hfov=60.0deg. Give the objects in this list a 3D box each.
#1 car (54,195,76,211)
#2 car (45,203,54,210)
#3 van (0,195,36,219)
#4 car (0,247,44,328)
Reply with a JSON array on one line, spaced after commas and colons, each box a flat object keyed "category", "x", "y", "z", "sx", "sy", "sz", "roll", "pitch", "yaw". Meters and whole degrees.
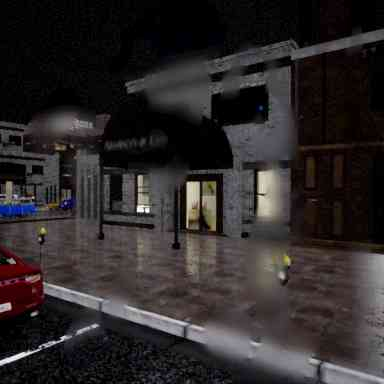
[{"category": "car", "x": -13.712, "y": 1.285, "z": 41.539, "sx": 2.150, "sy": 2.045, "sz": 5.566, "roll": 0, "pitch": 0, "yaw": 36}, {"category": "car", "x": -16.244, "y": 1.569, "z": 42.453, "sx": 1.752, "sy": 1.417, "sz": 4.829, "roll": 0, "pitch": 0, "yaw": 35}, {"category": "van", "x": -15.640, "y": 1.413, "z": 28.724, "sx": 1.690, "sy": 1.788, "sz": 3.998, "roll": 0, "pitch": 0, "yaw": 35}, {"category": "car", "x": -4.547, "y": 1.544, "z": 6.110, "sx": 4.507, "sy": 1.381, "sz": 1.887, "roll": 0, "pitch": 0, "yaw": 35}]
